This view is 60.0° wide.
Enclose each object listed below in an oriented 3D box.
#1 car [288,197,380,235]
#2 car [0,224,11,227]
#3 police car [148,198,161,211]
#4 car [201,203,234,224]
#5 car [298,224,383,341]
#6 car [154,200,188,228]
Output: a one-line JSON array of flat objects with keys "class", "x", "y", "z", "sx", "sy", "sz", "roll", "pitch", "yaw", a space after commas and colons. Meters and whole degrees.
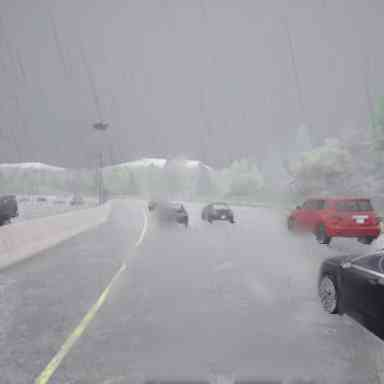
[{"class": "car", "x": 6.384, "y": 1.226, "z": 15.662, "sx": 2.150, "sy": 2.045, "sz": 5.566, "roll": 0, "pitch": 0, "yaw": -4}, {"class": "car", "x": -11.607, "y": 1.523, "z": 17.937, "sx": 1.882, "sy": 1.535, "sz": 5.008, "roll": 0, "pitch": 0, "yaw": -6}, {"class": "police car", "x": -4.417, "y": 1.562, "z": 41.237, "sx": 2.038, "sy": 1.542, "sz": 4.974, "roll": 0, "pitch": 0, "yaw": -12}, {"class": "car", "x": 1.867, "y": 1.551, "z": 25.058, "sx": 1.812, "sy": 1.442, "sz": 4.674, "roll": 0, "pitch": 0, "yaw": -7}, {"class": "car", "x": 3.437, "y": 1.490, "z": 4.674, "sx": 2.128, "sy": 1.511, "sz": 4.902, "roll": 0, "pitch": 0, "yaw": -1}, {"class": "car", "x": -1.339, "y": 1.520, "z": 22.436, "sx": 2.128, "sy": 1.511, "sz": 4.902, "roll": 0, "pitch": 0, "yaw": -7}]
